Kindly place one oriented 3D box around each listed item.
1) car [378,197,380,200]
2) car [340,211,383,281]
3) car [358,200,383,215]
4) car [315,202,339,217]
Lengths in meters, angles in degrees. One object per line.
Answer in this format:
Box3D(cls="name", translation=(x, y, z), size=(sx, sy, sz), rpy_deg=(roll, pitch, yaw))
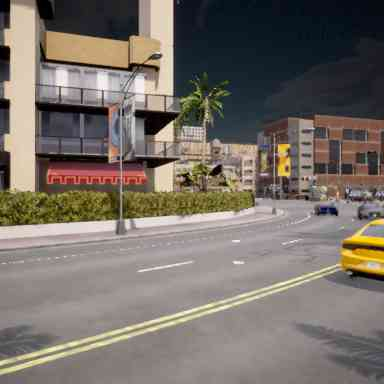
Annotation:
Box3D(cls="car", translation=(20.649, 1.529, 33.688), size=(1.837, 1.490, 4.892), rpy_deg=(0, 0, 14))
Box3D(cls="car", translation=(5.883, 1.484, 9.173), size=(5.008, 1.535, 1.882), rpy_deg=(0, 0, -43))
Box3D(cls="car", translation=(14.590, 1.583, 26.958), size=(1.994, 1.385, 4.181), rpy_deg=(0, 0, 23))
Box3D(cls="car", translation=(12.850, 1.621, 31.776), size=(1.895, 1.301, 4.718), rpy_deg=(0, 0, 18))
